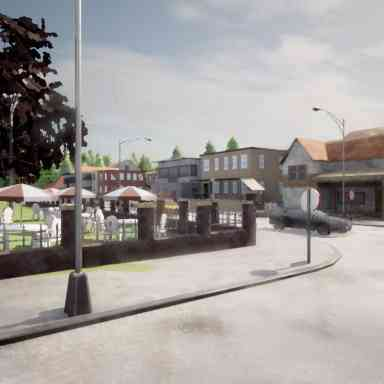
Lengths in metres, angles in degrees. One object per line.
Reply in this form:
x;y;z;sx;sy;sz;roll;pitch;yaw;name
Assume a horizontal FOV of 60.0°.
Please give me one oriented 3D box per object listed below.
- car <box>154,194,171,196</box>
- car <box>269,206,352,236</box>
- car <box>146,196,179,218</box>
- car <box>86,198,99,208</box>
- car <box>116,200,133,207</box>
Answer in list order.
-4.428;1.221;41.004;2.150;2.045;5.566;0;0;-35;car
6.446;1.526;18.571;1.812;1.442;4.674;0;0;-36;car
-2.403;1.477;30.936;1.882;1.535;5.008;0;0;-35;car
-15.389;1.548;49.307;2.033;1.411;5.357;0;0;-35;car
-10.442;1.564;49.451;1.994;1.385;4.181;0;0;-35;car
